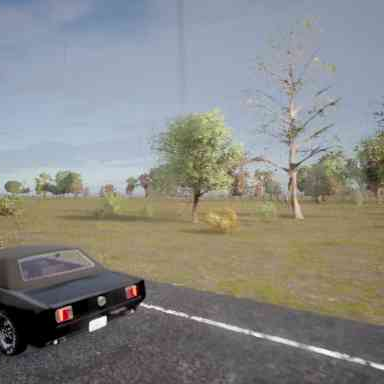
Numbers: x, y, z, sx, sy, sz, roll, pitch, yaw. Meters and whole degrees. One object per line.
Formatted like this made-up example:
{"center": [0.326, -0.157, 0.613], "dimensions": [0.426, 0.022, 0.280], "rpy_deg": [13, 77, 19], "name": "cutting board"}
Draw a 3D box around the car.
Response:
{"center": [-3.172, 1.642, 6.129], "dimensions": [4.718, 1.301, 1.895], "rpy_deg": [0, 0, 35], "name": "car"}
